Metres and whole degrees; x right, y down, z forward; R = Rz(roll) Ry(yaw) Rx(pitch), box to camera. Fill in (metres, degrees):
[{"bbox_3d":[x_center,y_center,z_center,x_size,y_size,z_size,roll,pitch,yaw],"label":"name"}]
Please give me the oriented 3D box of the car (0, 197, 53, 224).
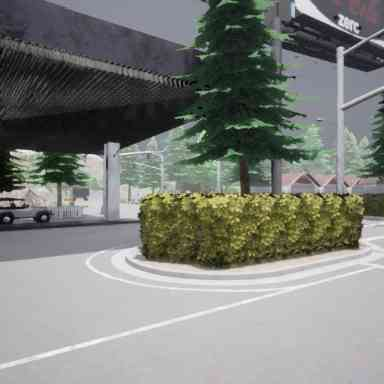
[{"bbox_3d":[-12.017,1.313,23.451,3.866,1.878,1.905,0,0,-36],"label":"car"}]
